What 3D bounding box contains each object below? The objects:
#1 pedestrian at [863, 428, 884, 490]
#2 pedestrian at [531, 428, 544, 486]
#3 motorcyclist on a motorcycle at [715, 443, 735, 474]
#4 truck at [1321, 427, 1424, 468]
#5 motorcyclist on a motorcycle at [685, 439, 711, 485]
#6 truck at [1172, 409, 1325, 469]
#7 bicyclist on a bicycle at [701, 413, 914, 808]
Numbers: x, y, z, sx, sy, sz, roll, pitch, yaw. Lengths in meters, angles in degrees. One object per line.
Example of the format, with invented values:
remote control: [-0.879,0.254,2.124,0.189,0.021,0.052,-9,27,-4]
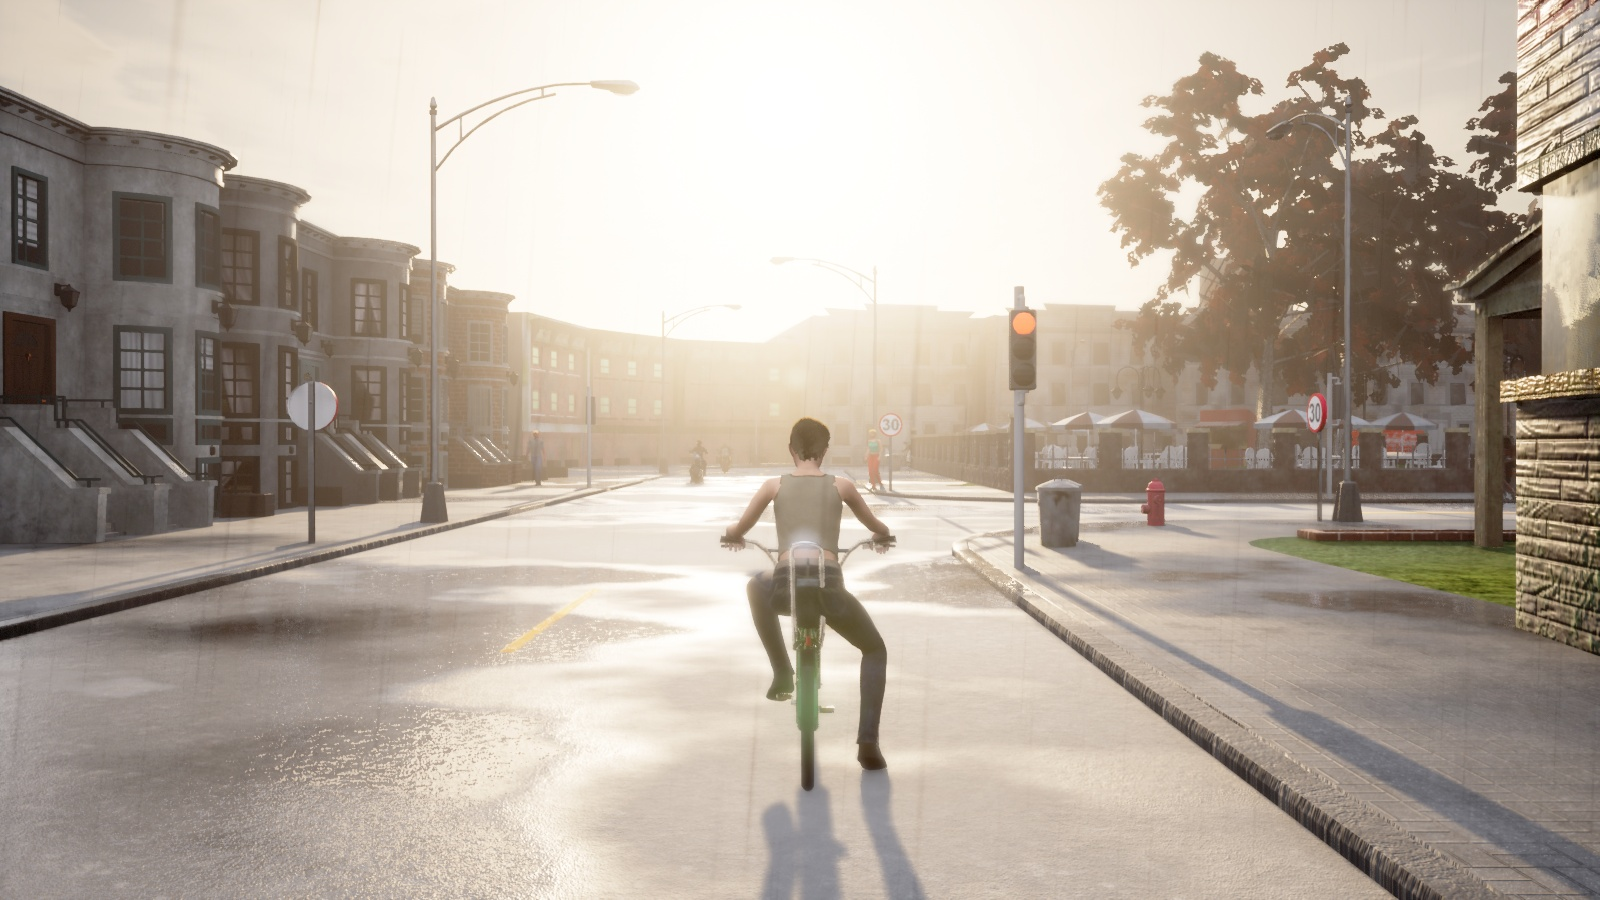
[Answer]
pedestrian: [2.198,0.253,37.509,0.345,1.836,0.594,0,0,34]
pedestrian: [-8.481,0.218,40.590,0.354,1.836,0.706,0,0,-9]
motorcyclist on a motorcycle: [-3.764,0.420,63.412,0.866,1.530,2.191,0,0,0]
truck: [35.461,-0.151,77.865,5.204,2.467,2.627,0,0,0]
motorcyclist on a motorcycle: [-3.778,0.429,46.842,0.766,1.649,2.350,0,0,0]
truck: [26.306,-0.631,73.888,7.936,3.462,2.891,0,0,0]
bicyclist on a bicycle: [0.037,0.650,5.875,0.866,1.612,1.509,0,0,0]
